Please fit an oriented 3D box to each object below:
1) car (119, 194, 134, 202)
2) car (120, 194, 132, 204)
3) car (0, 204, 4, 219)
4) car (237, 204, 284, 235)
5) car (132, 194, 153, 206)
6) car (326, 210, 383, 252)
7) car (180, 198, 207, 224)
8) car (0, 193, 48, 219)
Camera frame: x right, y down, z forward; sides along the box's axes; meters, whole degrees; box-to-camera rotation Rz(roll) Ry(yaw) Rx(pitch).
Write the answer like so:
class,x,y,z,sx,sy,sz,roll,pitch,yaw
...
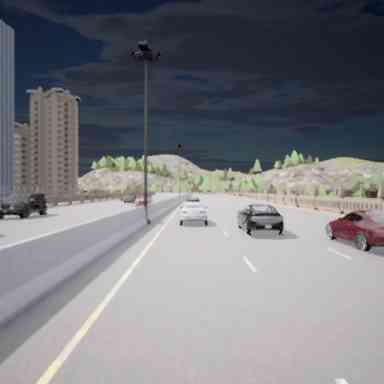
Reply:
class,x,y,z,sx,sy,sz,roll,pitch,yaw
car,-13.552,1.225,69.036,2.128,1.511,4.902,0,0,2
car,-10.410,1.257,56.794,1.837,1.490,4.892,0,1,1
car,-10.595,1.462,14.562,1.812,1.442,4.674,0,0,0
car,3.606,1.412,18.119,2.128,1.511,4.902,0,0,0
car,-7.022,1.138,49.138,2.097,1.767,4.553,0,0,1
car,7.104,1.466,13.467,1.812,1.442,4.674,0,0,0
car,0.108,1.424,23.390,1.812,1.442,4.674,0,0,0
car,-14.089,1.101,27.837,2.150,2.045,5.566,0,0,0
